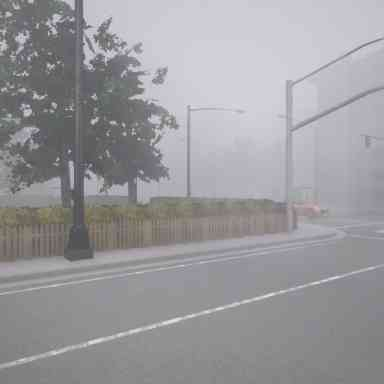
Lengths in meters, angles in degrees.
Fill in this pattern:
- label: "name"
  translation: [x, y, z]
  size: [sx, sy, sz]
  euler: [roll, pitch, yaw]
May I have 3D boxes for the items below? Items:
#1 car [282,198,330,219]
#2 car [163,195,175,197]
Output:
- label: "car"
  translation: [9.838, 1.352, 29.541]
  size: [2.097, 1.767, 4.553]
  euler: [0, 0, -35]
- label: "car"
  translation: [-4.339, 1.353, 56.454]
  size: [2.097, 1.767, 4.553]
  euler: [0, 0, -34]
